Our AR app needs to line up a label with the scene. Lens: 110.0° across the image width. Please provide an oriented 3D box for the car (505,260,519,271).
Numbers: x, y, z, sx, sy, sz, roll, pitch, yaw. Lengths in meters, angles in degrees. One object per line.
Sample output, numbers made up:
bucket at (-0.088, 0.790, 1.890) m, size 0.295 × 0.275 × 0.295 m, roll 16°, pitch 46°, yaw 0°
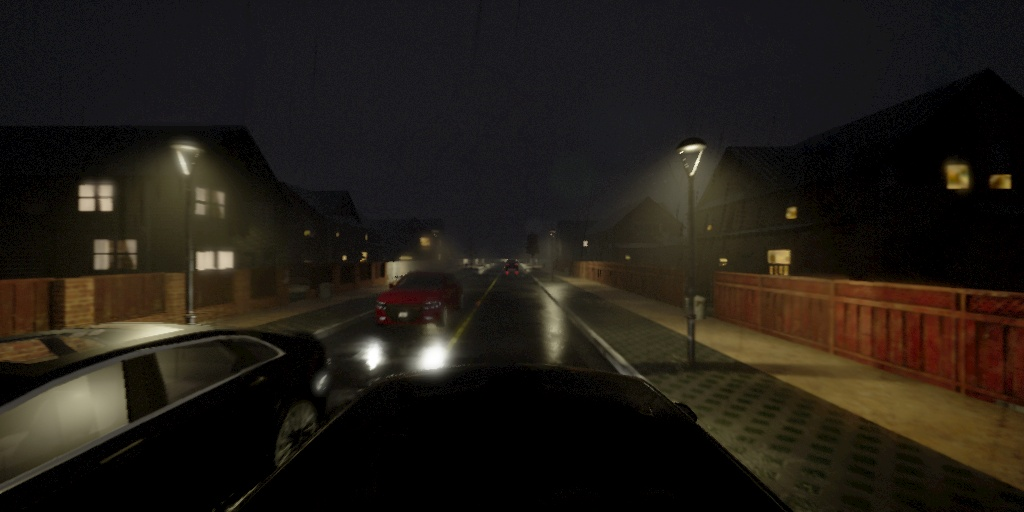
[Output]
car at (-0.011, 1.358, 52.317) m, size 1.812 × 1.442 × 4.674 m, roll 0°, pitch 0°, yaw 0°

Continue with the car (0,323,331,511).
car at (-2.841, 1.243, 1.852) m, size 2.128 × 1.511 × 4.902 m, roll 0°, pitch 0°, yaw 0°

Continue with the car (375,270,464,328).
car at (-2.770, 1.232, 11.690) m, size 1.882 × 1.535 × 5.008 m, roll 0°, pitch 0°, yaw 0°
